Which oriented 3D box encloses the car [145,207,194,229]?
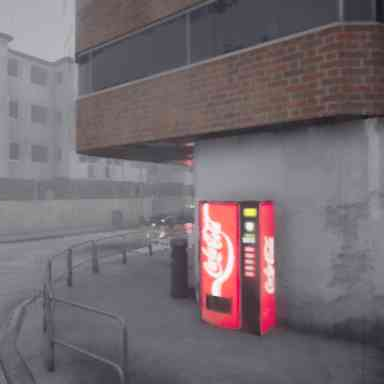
[{"bbox_3d":[-0.948,1.758,23.887,2.033,1.411,5.357,-1,-1,36],"label":"car"}]
